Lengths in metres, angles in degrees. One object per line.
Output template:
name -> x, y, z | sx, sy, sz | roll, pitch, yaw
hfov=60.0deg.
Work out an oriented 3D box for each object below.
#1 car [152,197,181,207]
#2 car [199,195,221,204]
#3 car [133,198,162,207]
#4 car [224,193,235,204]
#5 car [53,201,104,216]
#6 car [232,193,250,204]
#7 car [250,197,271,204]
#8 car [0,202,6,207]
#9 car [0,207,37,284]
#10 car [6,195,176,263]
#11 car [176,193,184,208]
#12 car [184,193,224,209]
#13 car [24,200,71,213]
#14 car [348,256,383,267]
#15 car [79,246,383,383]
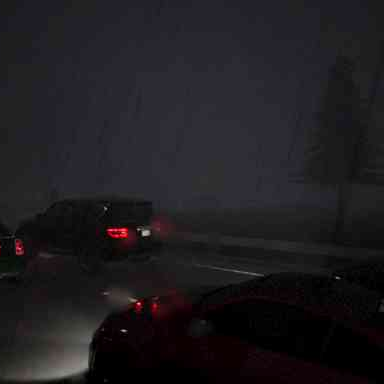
car -> -3.777, 1.525, 50.849 | 1.812, 1.442, 4.674 | 0, 0, 36
car -> 3.682, 1.478, 66.864 | 1.882, 1.535, 5.008 | 0, 0, 37
car -> -6.940, 1.601, 52.445 | 1.895, 1.301, 4.718 | 0, 0, 36
car -> 7.349, 1.210, 65.922 | 2.150, 2.045, 5.566 | 0, 0, 36
car -> -11.572, 1.601, 34.231 | 1.895, 1.301, 4.718 | 0, 0, 36
car -> 10.229, 1.513, 63.929 | 1.882, 1.535, 5.008 | 0, 0, 36
car -> 13.056, 1.593, 61.865 | 1.994, 1.385, 4.181 | 0, 0, 36
car -> -19.121, 1.478, 30.211 | 1.882, 1.535, 5.008 | 0, 0, 39
car -> -6.188, 1.352, 8.364 | 4.553, 1.767, 2.097 | 0, 0, 36
car -> -3.445, 1.221, 10.707 | 5.566, 2.045, 2.150 | 0, 0, 36
car -> -0.835, 1.223, 48.934 | 2.150, 2.045, 5.566 | 0, 0, 36
car -> 1.771, 1.223, 46.571 | 2.150, 2.045, 5.566 | 0, 0, 36
car -> -16.831, 1.601, 38.900 | 1.895, 1.301, 4.718 | 0, 0, 36
car -> 4.734, 1.478, 4.913 | 5.008, 1.535, 1.882 | 0, 0, 35
car -> 0.865, 1.564, 3.371 | 4.181, 1.385, 1.994 | 0, 0, 35
